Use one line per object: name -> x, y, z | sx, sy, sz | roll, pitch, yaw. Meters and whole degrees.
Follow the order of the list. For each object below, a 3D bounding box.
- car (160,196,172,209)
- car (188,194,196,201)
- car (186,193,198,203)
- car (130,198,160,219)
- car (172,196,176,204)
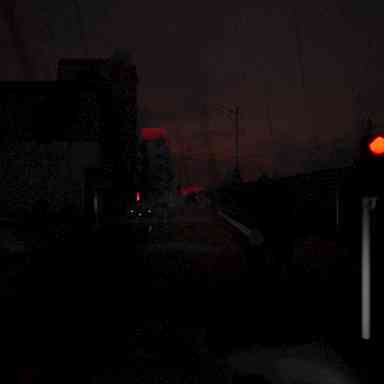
car -> -4.124, 1.504, 44.838 | 1.812, 1.442, 4.674 | 0, 0, 0
car -> -0.067, 1.273, 76.835 | 1.882, 1.535, 5.008 | 0, 0, 0
car -> -0.056, 1.189, 66.445 | 2.150, 2.045, 5.566 | 0, 0, 0
car -> -4.120, 1.512, 28.688 | 1.812, 1.442, 4.674 | 0, 0, 0
car -> -4.095, 1.461, 64.066 | 2.128, 1.511, 4.902 | 0, 0, 0
